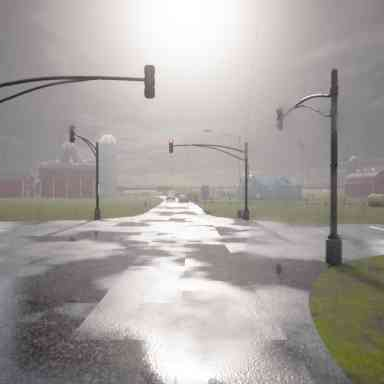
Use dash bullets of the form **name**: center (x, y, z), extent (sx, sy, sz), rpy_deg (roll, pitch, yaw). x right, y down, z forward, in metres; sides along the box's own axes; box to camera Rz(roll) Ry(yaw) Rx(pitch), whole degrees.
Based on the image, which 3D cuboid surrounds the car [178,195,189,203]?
- **car**: center (-1.721, 1.624, 69.967), extent (1.895, 1.301, 4.718), rpy_deg (0, 0, -3)

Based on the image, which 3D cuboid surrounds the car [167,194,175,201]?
- **car**: center (-4.708, 1.182, 73.967), extent (1.812, 1.442, 4.674), rpy_deg (0, 0, -3)

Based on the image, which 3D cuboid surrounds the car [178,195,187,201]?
- **car**: center (-2.332, 1.464, 79.951), extent (1.837, 1.490, 4.892), rpy_deg (0, 0, -4)
